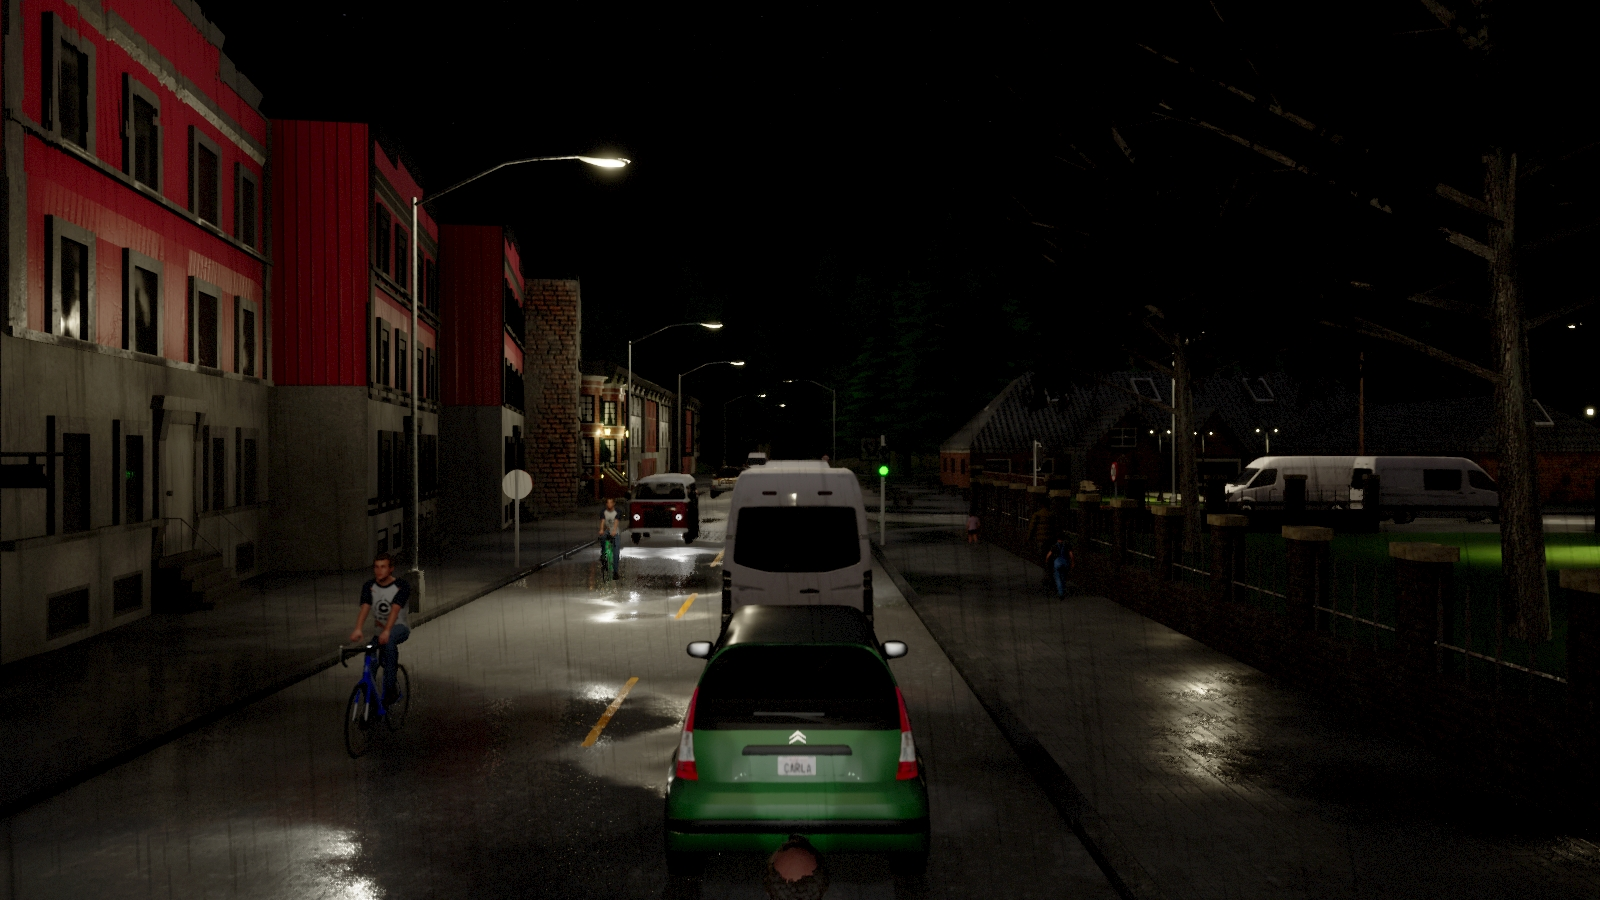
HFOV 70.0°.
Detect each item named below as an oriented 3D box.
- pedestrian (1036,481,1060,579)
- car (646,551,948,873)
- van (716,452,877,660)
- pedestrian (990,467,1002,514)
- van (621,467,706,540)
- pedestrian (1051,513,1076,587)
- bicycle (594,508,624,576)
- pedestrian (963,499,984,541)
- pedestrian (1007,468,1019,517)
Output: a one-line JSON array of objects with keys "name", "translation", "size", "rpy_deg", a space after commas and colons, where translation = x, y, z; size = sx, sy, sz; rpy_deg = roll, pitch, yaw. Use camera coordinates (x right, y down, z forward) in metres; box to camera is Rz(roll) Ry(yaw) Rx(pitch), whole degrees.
[{"name": "pedestrian", "translation": [4.752, 1.525, 21.887], "size": [0.375, 1.860, 0.375], "rpy_deg": [0, 0, 0]}, {"name": "car", "translation": [-0.024, 1.780, 8.991], "size": [1.851, 1.617, 3.988], "rpy_deg": [0, 0, 0]}, {"name": "van", "translation": [-0.053, 1.315, 17.135], "size": [1.988, 2.561, 5.915], "rpy_deg": [0, 0, 0]}, {"name": "pedestrian", "translation": [7.863, 1.629, 45.869], "size": [0.375, 1.860, 0.375], "rpy_deg": [0, 0, -5]}, {"name": "van", "translation": [-4.082, 1.563, 34.919], "size": [2.069, 2.038, 4.480], "rpy_deg": [0, 0, 0]}, {"name": "pedestrian", "translation": [4.760, 1.805, 20.665], "size": [0.375, 1.300, 0.375], "rpy_deg": [0, 0, 0]}, {"name": "bicycle", "translation": [-4.057, 1.936, 24.344], "size": [0.373, 1.296, 1.643], "rpy_deg": [0, 0, 0]}, {"name": "pedestrian", "translation": [4.745, 1.904, 31.221], "size": [0.500, 1.100, 0.500], "rpy_deg": [0, 0, 0]}, {"name": "pedestrian", "translation": [8.227, 1.629, 44.103], "size": [0.375, 1.860, 0.375], "rpy_deg": [0, 0, -2]}]
